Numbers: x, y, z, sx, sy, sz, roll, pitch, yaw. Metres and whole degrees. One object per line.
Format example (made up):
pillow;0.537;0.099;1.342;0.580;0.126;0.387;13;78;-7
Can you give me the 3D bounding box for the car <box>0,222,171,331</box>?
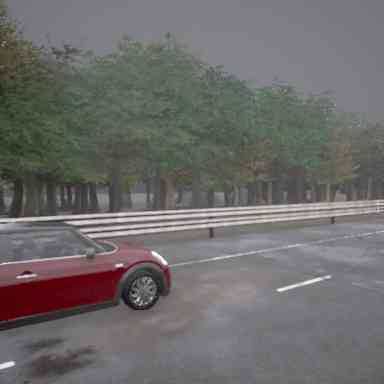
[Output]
car;-2.635;1.338;6.165;4.553;1.767;2.097;-1;0;-36
